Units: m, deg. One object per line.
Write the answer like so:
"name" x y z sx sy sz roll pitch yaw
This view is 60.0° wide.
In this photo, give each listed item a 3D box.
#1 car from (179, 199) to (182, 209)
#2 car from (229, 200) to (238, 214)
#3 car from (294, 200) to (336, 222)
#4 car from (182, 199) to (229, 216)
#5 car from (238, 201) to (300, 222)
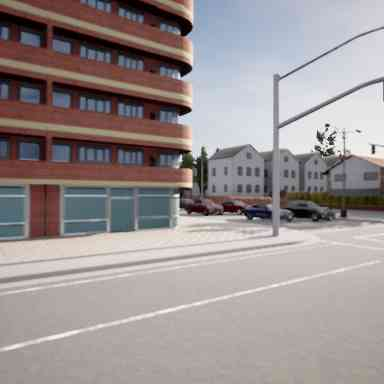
"car" -0.660 1.691 44.095 1.837 1.490 4.892 1 0 -35
"car" 4.719 1.662 36.304 1.882 1.535 5.008 1 0 -35
"car" 9.969 1.535 28.728 2.097 1.767 4.553 1 0 -35
"car" 1.341 1.511 35.034 2.097 1.767 4.553 1 0 -34
"car" 6.333 1.683 27.835 1.812 1.442 4.674 1 0 -35
